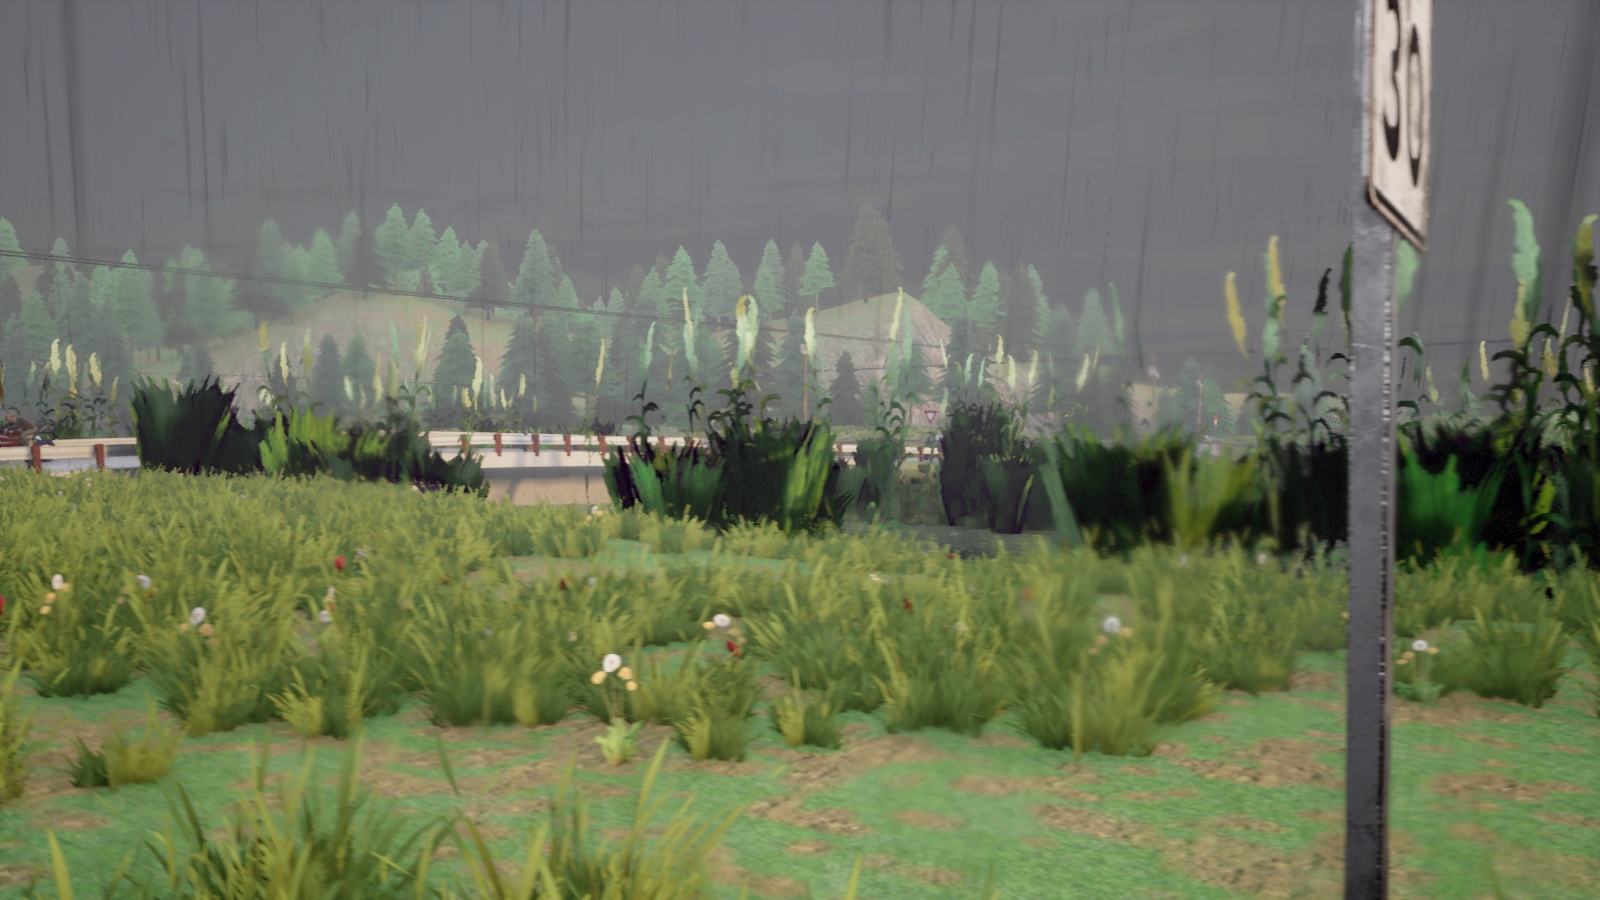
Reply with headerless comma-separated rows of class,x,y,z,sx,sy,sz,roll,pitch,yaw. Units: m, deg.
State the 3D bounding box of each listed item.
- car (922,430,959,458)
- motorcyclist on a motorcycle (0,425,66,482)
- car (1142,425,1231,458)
car,7.913,-0.350,71.044,1.882,1.535,5.008,0,1,4
motorcyclist on a motorcycle,-22.900,0.102,36.744,0.866,1.530,2.191,0,4,39
car,19.775,-0.428,64.318,3.988,1.617,1.851,0,1,40
